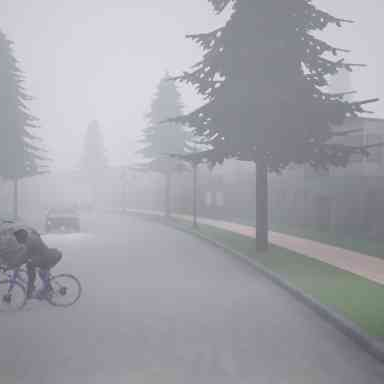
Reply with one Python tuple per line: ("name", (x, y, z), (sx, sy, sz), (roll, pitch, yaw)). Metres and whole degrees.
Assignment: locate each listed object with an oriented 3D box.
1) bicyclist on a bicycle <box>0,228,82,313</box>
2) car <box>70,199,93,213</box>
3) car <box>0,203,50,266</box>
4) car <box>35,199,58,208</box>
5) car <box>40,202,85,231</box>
("bicyclist on a bicycle", (-2.965, 1.477, 6.234), (1.656, 1.620, 0.582), (-3, 10, -14))
("car", (-12.319, 1.477, 36.037), (1.882, 1.535, 5.008), (0, 0, -36))
("car", (-4.689, 1.316, 6.782), (1.994, 1.385, 4.181), (-27, 1, -6))
("car", (-19.085, 1.601, 44.034), (4.718, 1.301, 1.895), (0, 0, 45))
("car", (-7.863, 1.547, 20.250), (2.033, 1.411, 5.357), (0, 0, -21))
